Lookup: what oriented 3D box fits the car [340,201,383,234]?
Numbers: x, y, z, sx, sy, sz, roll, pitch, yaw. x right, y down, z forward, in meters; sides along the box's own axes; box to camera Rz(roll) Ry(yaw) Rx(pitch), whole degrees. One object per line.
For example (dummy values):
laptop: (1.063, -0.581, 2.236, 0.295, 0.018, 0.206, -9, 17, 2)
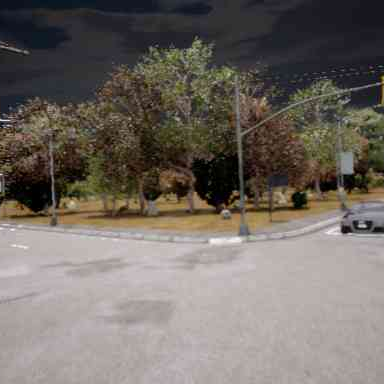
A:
car: (8.258, 1.142, 15.330, 1.994, 1.385, 4.181, -3, 0, 38)
